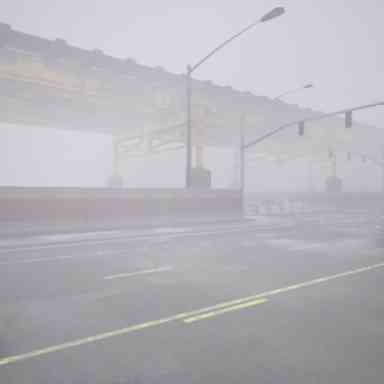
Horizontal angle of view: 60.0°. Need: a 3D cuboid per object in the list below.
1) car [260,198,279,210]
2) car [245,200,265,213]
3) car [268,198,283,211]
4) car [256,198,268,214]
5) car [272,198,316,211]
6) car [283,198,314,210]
[{"bbox_3d":[9.028,1.366,38.522,1.853,1.218,4.536,0,0,18],"label":"car"},{"bbox_3d":[5.215,1.355,35.796,4.536,1.218,1.853,0,0,8],"label":"car"},{"bbox_3d":[9.012,1.523,38.473,2.038,1.542,4.974,0,0,18],"label":"car"},{"bbox_3d":[5.266,1.512,35.789,4.974,1.542,2.038,0,0,8],"label":"car"},{"bbox_3d":[12.923,1.536,42.231,4.974,1.542,2.038,0,0,-7],"label":"car"},{"bbox_3d":[12.872,1.378,42.225,4.536,1.218,1.853,0,0,-7],"label":"car"}]
